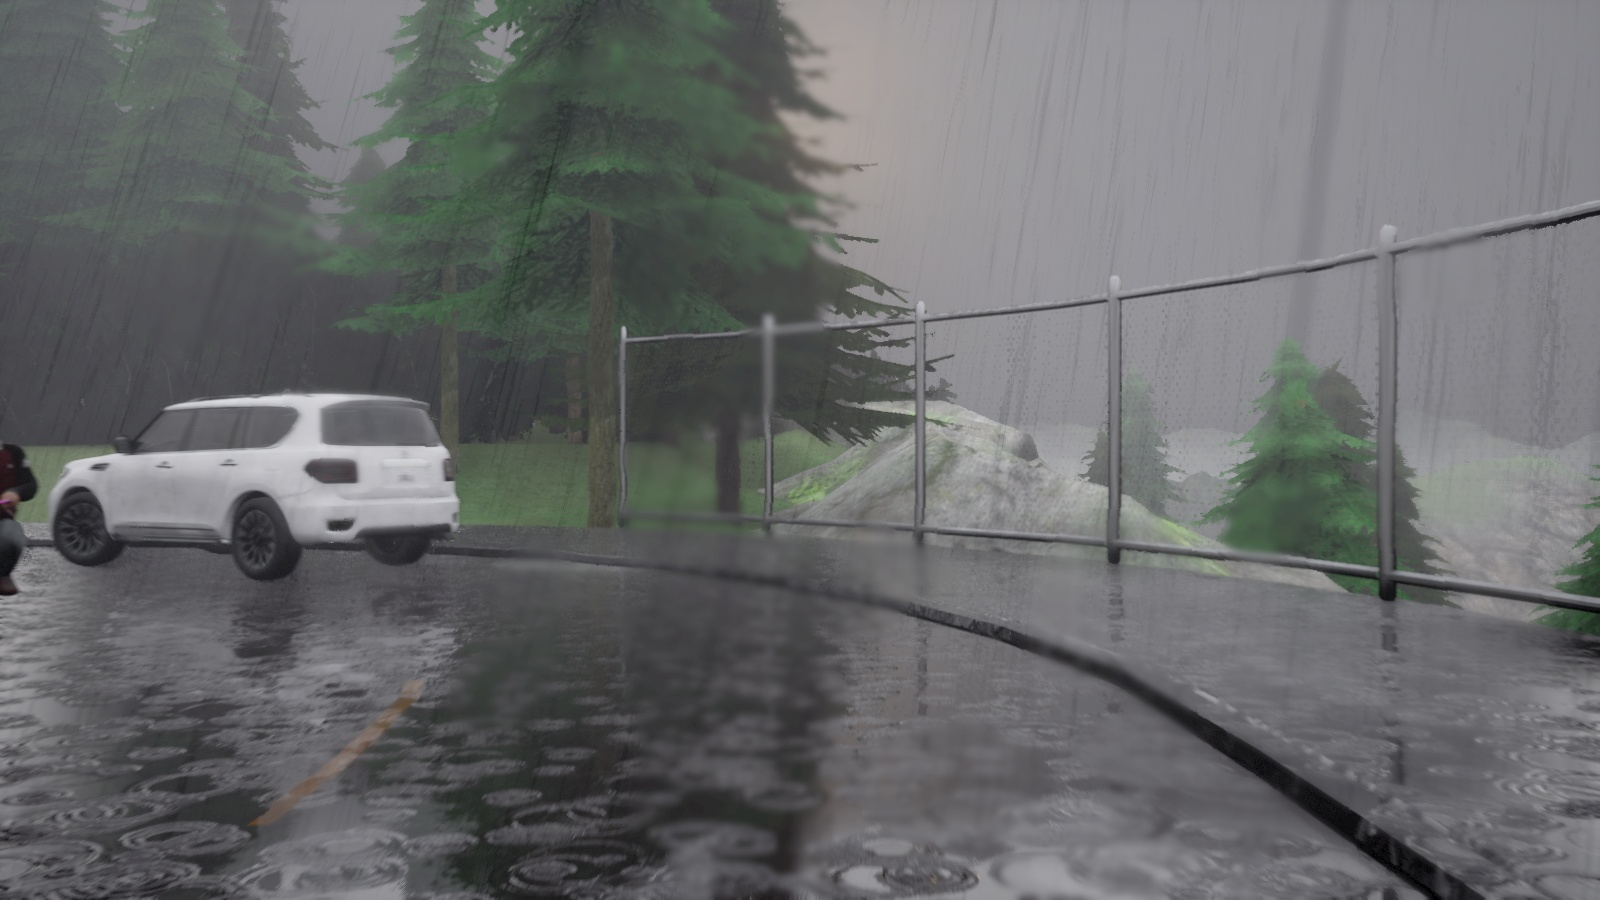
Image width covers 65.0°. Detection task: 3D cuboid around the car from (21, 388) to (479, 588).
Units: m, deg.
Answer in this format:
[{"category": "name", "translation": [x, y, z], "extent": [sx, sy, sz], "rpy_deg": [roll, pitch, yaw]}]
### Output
[{"category": "car", "translation": [-6.704, 0.376, 15.130], "extent": [5.566, 2.045, 2.150], "rpy_deg": [0, 0, 30]}]

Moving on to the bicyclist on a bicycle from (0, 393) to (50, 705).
[{"category": "bicyclist on a bicycle", "translation": [-5.159, 0.570, 7.894], "extent": [0.659, 1.776, 1.843], "rpy_deg": [-2, 1, -30]}]
